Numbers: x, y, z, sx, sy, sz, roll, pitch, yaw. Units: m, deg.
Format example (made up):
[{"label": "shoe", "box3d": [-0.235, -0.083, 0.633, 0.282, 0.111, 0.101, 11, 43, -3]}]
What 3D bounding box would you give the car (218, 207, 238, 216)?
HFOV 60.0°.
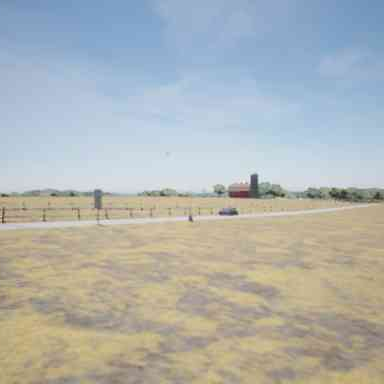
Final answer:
[{"label": "car", "box3d": [6.066, 3.263, 55.636, 1.994, 1.385, 4.181, -1, -2, 35]}]
